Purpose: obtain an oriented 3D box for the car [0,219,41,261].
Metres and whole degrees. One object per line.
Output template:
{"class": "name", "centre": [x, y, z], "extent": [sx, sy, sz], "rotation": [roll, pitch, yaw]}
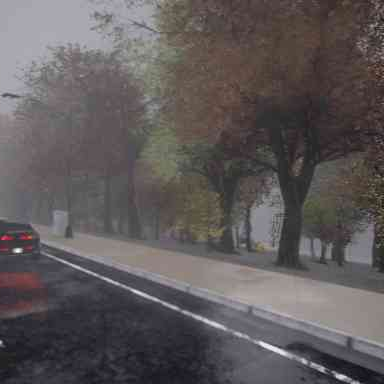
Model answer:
{"class": "car", "centre": [-7.464, 1.852, 13.199], "extent": [1.837, 1.490, 4.892], "rotation": [2, -4, -39]}
